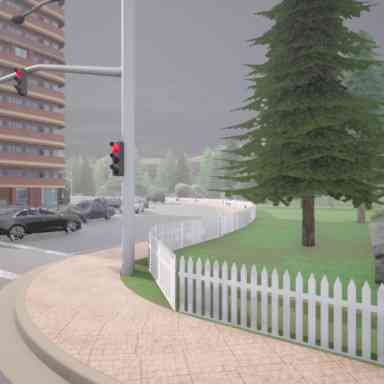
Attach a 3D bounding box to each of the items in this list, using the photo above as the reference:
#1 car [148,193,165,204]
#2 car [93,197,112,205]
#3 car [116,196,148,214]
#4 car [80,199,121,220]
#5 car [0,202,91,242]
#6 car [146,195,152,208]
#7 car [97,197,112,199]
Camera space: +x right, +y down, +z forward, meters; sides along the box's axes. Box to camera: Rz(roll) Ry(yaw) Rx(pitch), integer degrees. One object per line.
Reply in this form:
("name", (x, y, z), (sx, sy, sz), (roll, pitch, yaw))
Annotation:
("car", (-7.223, 1.163, 63.349), (2.150, 2.045, 5.566), (0, 0, -35))
("car", (-15.317, 1.521, 56.830), (1.994, 1.385, 4.181), (0, 0, -34))
("car", (-6.189, 1.468, 34.752), (1.812, 1.442, 4.674), (0, 0, 3))
("car", (-7.822, 1.490, 25.309), (2.033, 1.411, 5.357), (0, 0, 17))
("car", (-7.722, 1.434, 16.304), (2.128, 1.511, 4.902), (0, 0, 31))
("car", (-6.950, 1.468, 44.977), (1.812, 1.442, 4.674), (0, 0, -13))
("car", (-9.904, 1.490, 31.861), (2.033, 1.411, 5.357), (0, 0, 8))
